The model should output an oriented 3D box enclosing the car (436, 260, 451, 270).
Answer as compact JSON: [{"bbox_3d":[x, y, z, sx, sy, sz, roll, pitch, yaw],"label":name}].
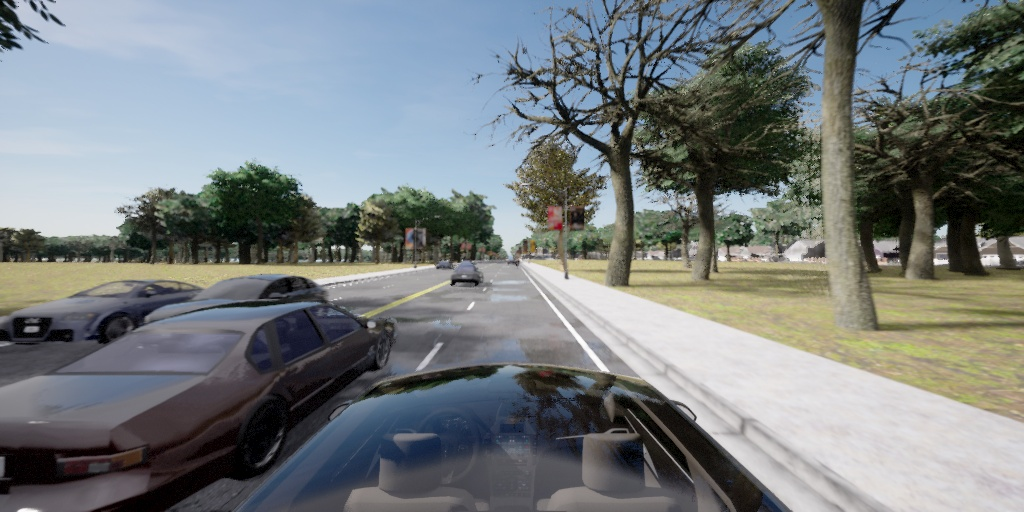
[{"bbox_3d":[-9.842,1.341,52.647,1.994,1.385,4.181,0,0,0],"label":"car"}]

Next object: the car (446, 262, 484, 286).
[{"bbox_3d":[-3.168,1.325,25.749,1.994,1.385,4.181,0,0,0],"label":"car"}]

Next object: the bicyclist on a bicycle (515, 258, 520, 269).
[{"bbox_3d":[0.859,1.147,51.036,0.659,1.776,1.843,0,0,0],"label":"bicyclist on a bicycle"}]

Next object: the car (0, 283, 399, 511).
[{"bbox_3d":[-3.152,1.298,4.636,2.033,1.411,5.357,0,0,0],"label":"car"}]

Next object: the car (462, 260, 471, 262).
[{"bbox_3d":[-6.589,1.324,52.251,2.033,1.411,5.357,0,0,1],"label":"car"}]

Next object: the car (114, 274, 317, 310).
[{"bbox_3d":[-6.606,1.256,9.261,1.837,1.490,4.892,0,0,0],"label":"car"}]

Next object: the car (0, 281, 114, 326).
[{"bbox_3d":[-9.856,1.315,9.348,1.994,1.385,4.181,0,0,0],"label":"car"}]
